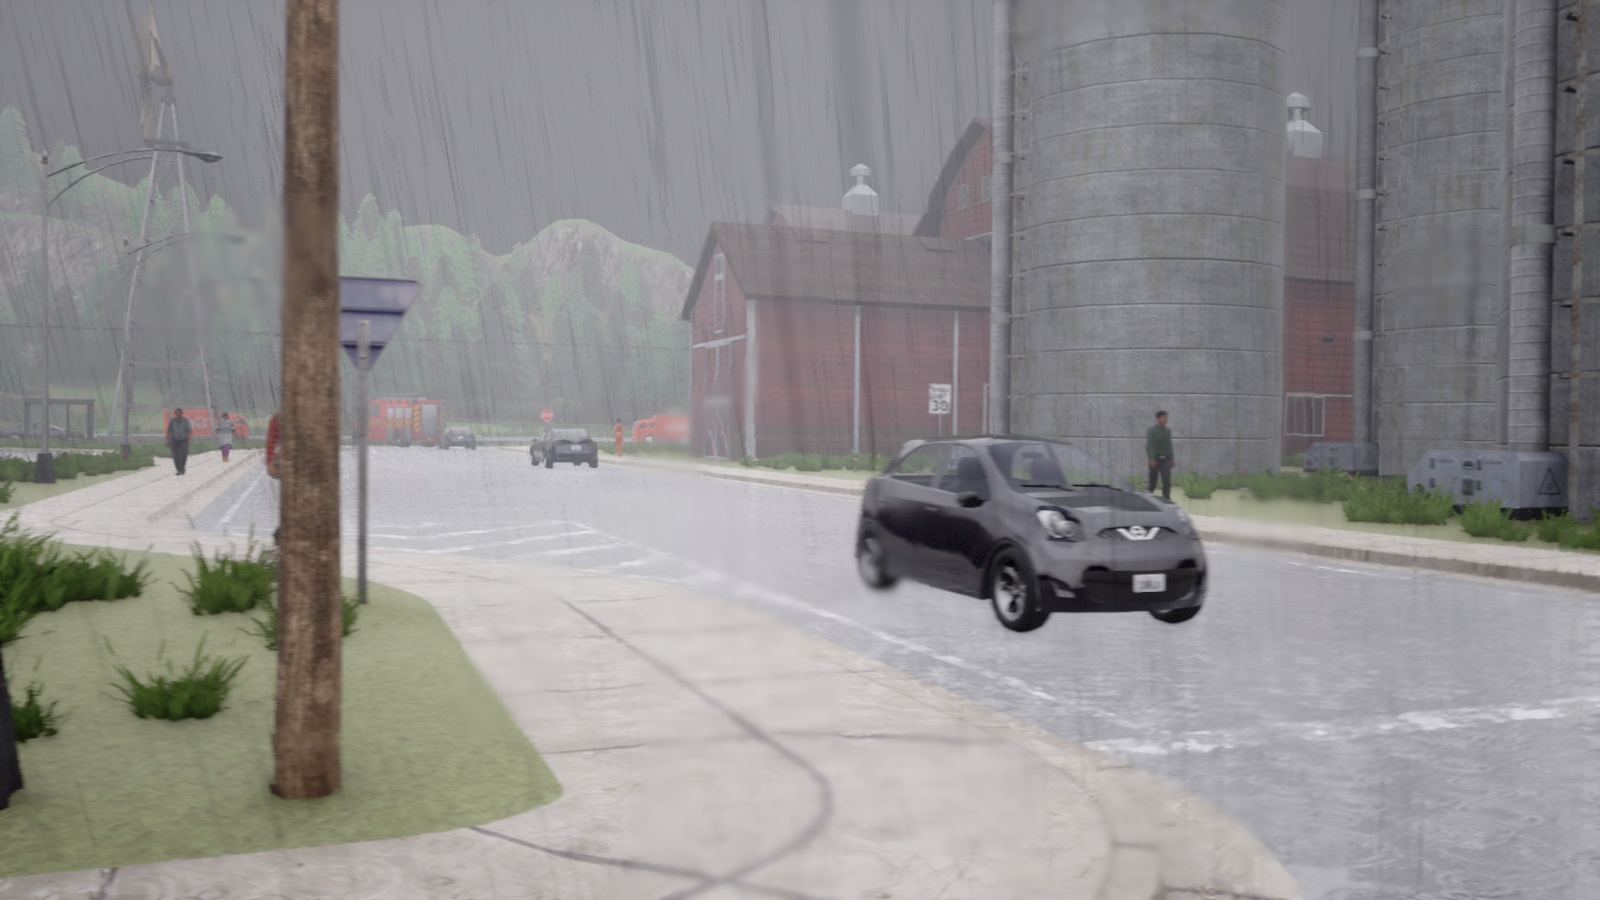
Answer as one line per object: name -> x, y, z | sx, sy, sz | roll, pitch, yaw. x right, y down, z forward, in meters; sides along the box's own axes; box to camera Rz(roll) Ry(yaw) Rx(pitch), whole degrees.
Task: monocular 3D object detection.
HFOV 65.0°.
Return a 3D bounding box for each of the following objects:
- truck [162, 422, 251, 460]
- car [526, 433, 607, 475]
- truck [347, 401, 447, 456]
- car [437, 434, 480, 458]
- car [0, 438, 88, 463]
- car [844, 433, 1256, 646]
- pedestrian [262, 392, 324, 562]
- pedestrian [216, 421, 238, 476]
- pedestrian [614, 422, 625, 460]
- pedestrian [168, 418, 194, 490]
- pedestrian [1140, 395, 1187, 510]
truck -> -40.031, -0.637, 84.859 | 5.204, 2.467, 2.627 | -1, 1, -20
car -> -9.049, 0.110, 48.256 | 2.163, 1.488, 4.792 | -1, 1, -22
truck -> -29.340, -1.535, 91.217 | 8.468, 3.827, 2.891 | 0, 1, 41
car -> -22.162, -0.286, 81.318 | 2.163, 1.488, 4.792 | -1, 1, -22
car -> -49.103, 0.004, 81.453 | 4.792, 1.488, 2.163 | -1, 1, -20
car -> 1.970, 0.612, 10.984 | 1.845, 1.501, 3.633 | -1, 1, -22
pedestrian -> -5.627, 0.287, 13.934 | 0.636, 1.846, 0.331 | 0, 1, 37
pedestrian -> -20.639, -0.060, 45.235 | 0.659, 1.952, 0.873 | -1, 1, -24
pedestrian -> -8.723, -0.440, 60.706 | 0.345, 1.836, 0.594 | -1, 1, -23
pedestrian -> -16.171, 0.094, 32.806 | 0.540, 1.848, 0.694 | -1, 1, -24
pedestrian -> 6.257, 0.033, 21.648 | 0.423, 1.949, 0.788 | -1, 1, -15
